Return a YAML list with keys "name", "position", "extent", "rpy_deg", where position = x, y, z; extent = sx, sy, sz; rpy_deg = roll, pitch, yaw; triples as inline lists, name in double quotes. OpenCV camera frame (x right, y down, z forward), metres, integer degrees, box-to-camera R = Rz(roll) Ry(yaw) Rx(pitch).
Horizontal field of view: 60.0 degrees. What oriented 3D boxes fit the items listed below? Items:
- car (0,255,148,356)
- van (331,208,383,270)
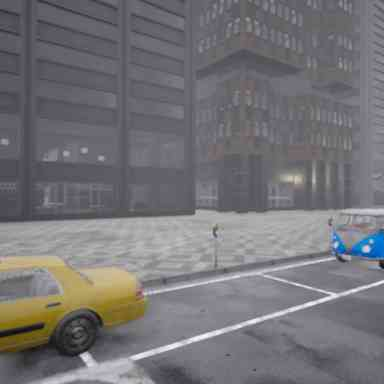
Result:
- name: "car"
  position: [-2.989, 1.526, 4.519]
  extent: [4.829, 1.417, 1.752]
  rpy_deg: [1, -1, -35]
- name: "van"
  position: [6.339, 1.449, 11.163]
  extent: [3.998, 1.788, 1.690]
  rpy_deg: [1, -1, -35]
